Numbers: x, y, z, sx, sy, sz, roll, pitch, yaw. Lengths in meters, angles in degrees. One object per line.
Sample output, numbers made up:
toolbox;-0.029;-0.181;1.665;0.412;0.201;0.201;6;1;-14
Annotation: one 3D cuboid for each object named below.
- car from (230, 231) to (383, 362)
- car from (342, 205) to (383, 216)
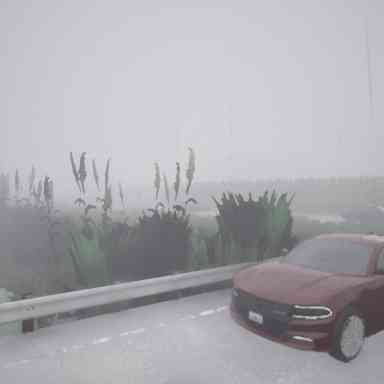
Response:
car;2.911;1.533;6.141;5.008;1.535;1.882;1;-1;-36
car;14.004;1.731;25.555;1.812;1.442;4.674;-1;1;-43
